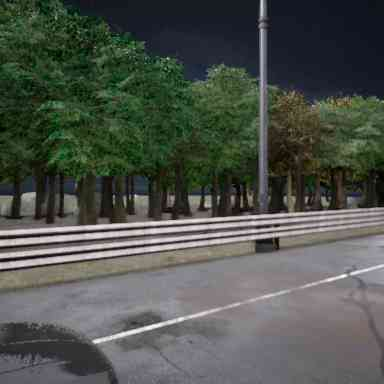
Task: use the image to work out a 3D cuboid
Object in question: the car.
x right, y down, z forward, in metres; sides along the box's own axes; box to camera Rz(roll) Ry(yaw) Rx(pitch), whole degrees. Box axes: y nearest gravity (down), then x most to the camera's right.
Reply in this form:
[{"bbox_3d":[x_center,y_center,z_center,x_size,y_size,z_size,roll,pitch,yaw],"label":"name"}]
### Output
[{"bbox_3d":[-2.795,1.506,1.768,4.892,1.490,1.837,0,0,-35],"label":"car"}]
